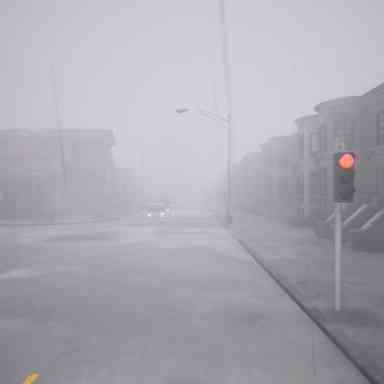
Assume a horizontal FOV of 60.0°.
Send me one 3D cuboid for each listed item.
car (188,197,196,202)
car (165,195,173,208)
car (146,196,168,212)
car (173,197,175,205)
[{"bbox_3d":[-0.064,1.754,74.067,2.033,1.411,5.357,0,0,0],"label":"car"},{"bbox_3d":[-4.146,1.505,48.599,1.837,1.490,4.892,0,0,0],"label":"car"},{"bbox_3d":[-4.147,1.526,39.413,1.812,1.442,4.674,0,0,-1],"label":"car"},{"bbox_3d":[-4.127,1.352,58.392,2.097,1.767,4.553,0,0,0],"label":"car"}]
